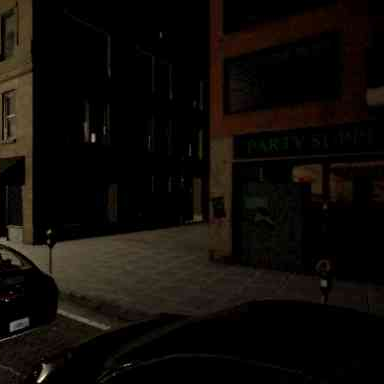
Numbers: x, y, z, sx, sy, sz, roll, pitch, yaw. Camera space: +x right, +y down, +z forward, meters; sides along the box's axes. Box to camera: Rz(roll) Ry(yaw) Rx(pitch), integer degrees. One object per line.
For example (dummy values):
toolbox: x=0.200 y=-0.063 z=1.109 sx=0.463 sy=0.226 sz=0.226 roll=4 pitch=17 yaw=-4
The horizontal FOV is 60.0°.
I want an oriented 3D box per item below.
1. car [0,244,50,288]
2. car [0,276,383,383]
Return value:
car: x=-4.101 y=1.547 z=5.741 sx=4.403 sy=1.369 sz=2.008 roll=0 pitch=0 yaw=35
car: x=0.531 y=1.562 z=2.473 sx=4.313 sy=1.339 sz=1.947 roll=0 pitch=0 yaw=35
